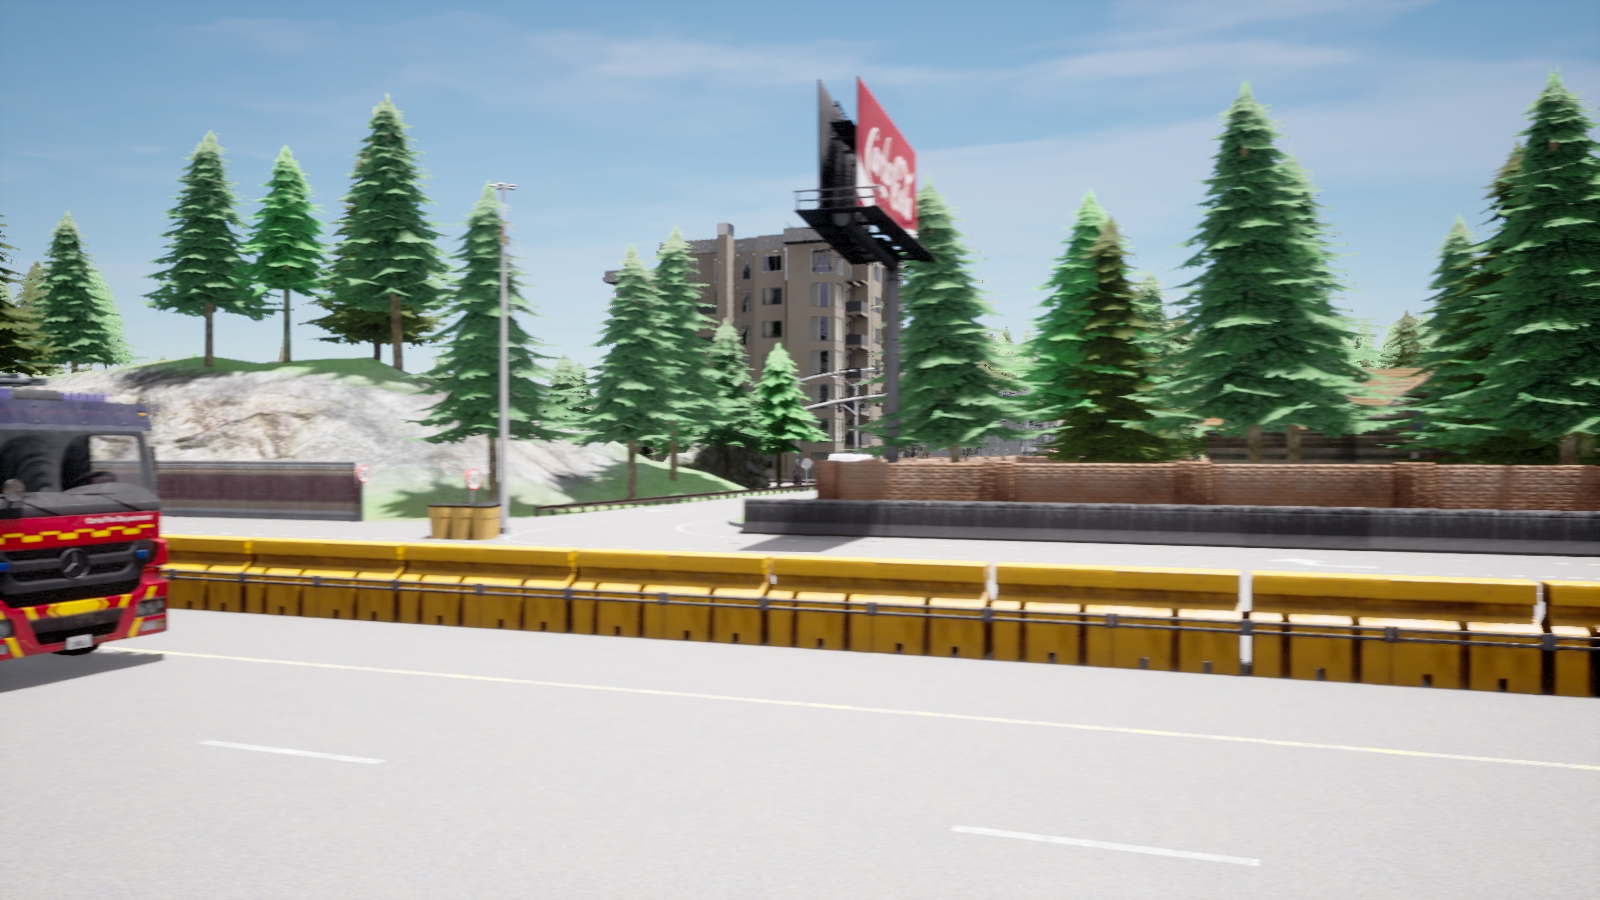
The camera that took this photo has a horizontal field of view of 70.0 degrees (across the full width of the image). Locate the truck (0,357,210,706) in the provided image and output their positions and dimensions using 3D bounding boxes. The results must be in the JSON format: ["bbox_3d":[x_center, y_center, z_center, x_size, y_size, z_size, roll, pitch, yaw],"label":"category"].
[{"bbox_3d":[-12.287,0.890,15.218,8.468,3.827,2.891,0,0,20],"label":"truck"}]
